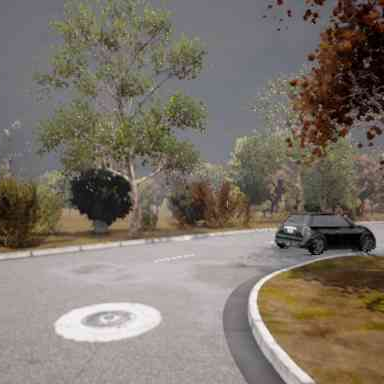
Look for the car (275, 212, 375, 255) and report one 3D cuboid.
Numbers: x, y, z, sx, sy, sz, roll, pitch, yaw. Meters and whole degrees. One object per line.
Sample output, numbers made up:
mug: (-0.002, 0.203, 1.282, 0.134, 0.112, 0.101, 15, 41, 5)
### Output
car: (6.012, 1.715, 14.879, 4.553, 1.767, 2.097, 2, -1, -27)
